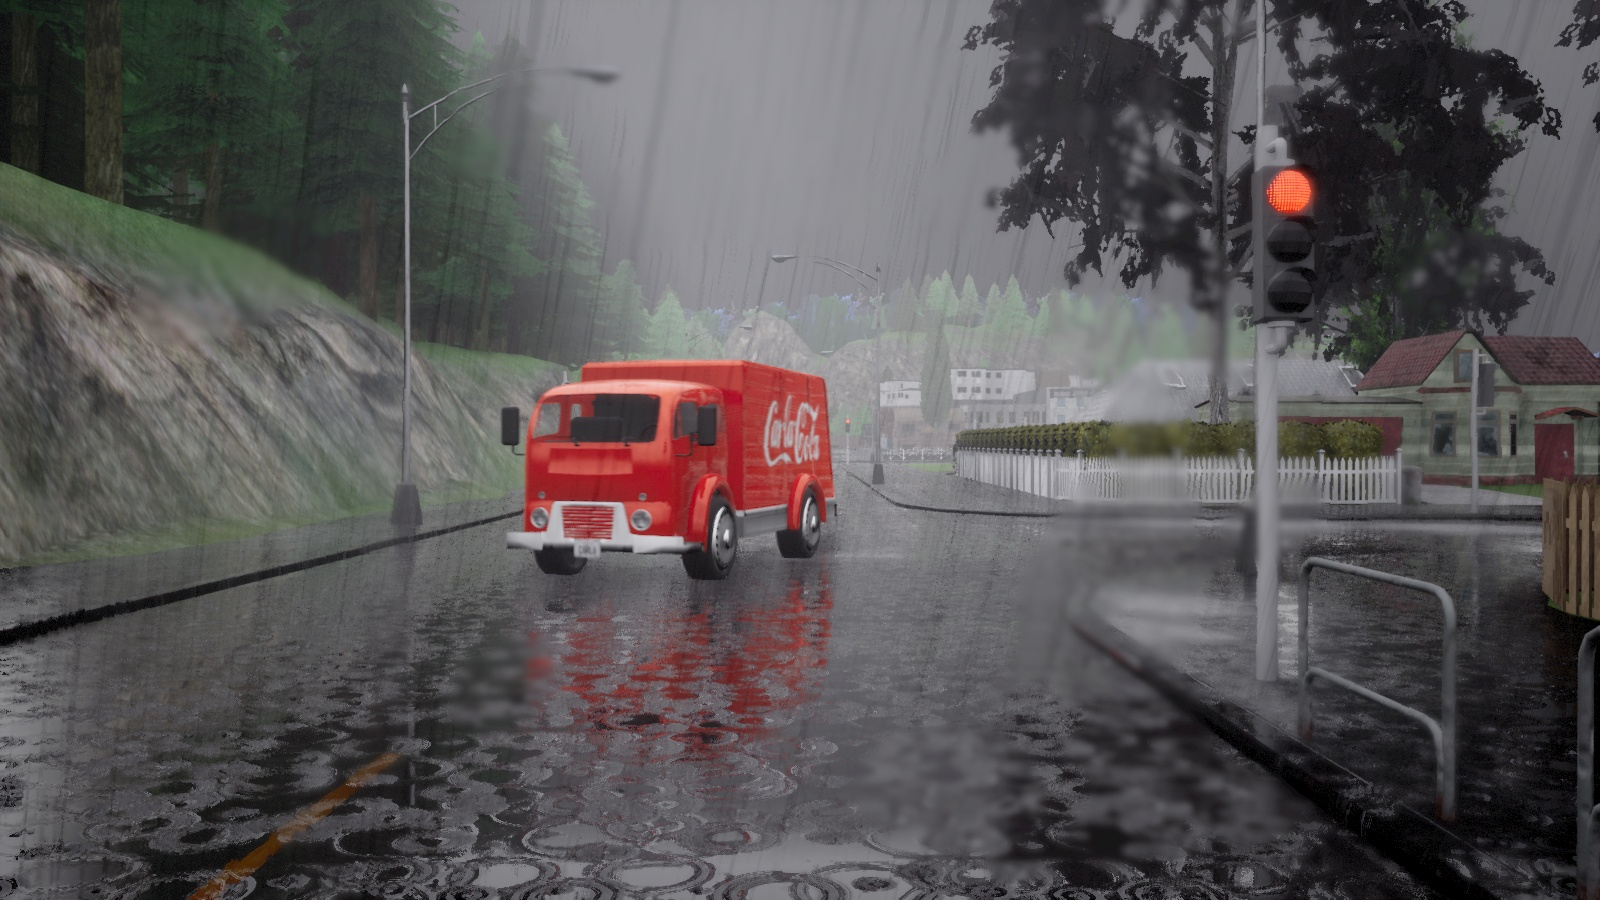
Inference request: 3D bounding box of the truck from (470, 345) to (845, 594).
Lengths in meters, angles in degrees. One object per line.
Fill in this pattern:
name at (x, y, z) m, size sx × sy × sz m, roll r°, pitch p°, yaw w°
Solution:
truck at (-1.422, 0.173, 15.280) m, size 2.627 × 2.467 × 5.204 m, roll 0°, pitch 0°, yaw 18°
